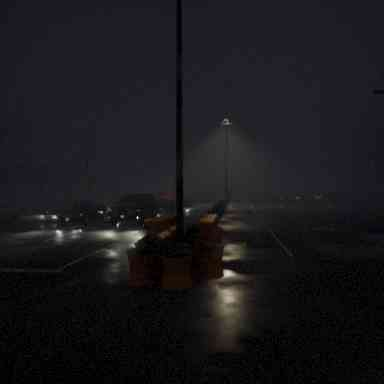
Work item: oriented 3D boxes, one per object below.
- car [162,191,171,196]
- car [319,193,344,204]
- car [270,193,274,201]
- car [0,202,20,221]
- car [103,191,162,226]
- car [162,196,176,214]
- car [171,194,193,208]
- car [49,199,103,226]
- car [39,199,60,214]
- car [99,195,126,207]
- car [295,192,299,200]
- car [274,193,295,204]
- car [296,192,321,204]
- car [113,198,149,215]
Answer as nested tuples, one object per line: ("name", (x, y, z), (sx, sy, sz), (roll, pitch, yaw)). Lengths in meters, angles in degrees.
("car", (-4.184, 0.914, 47.160), (2.150, 2.045, 5.566), (0, 1, 9))
("car", (20.976, 0.867, 49.754), (2.097, 1.767, 4.553), (0, 1, 8))
("car", (15.406, 0.891, 60.652), (2.033, 1.411, 5.357), (0, 1, 8))
("car", (-14.429, 1.488, 24.032), (1.812, 1.442, 4.674), (0, 0, 8))
("car", (-3.940, 1.146, 23.266), (2.150, 2.045, 5.566), (0, 0, 8))
("car", (-2.589, 1.417, 33.139), (1.994, 1.385, 4.181), (0, 1, 8))
("car", (-1.072, 1.195, 44.181), (1.882, 1.535, 5.008), (0, 1, 8))
("car", (-7.476, 1.431, 23.212), (2.128, 1.511, 4.902), (0, 0, 8))
("car", (-13.135, 1.443, 33.617), (2.033, 1.411, 5.357), (0, 0, 8))
("car", (-11.235, 1.215, 47.337), (2.128, 1.511, 4.902), (0, 1, 8))
("car", (18.873, 0.838, 60.175), (1.837, 1.490, 4.892), (0, 1, 8))
("car", (14.046, 1.062, 50.744), (1.812, 1.442, 4.674), (0, 1, 8))
("car", (17.518, 1.125, 50.299), (1.895, 1.301, 4.718), (0, 1, 8))
("car", (-6.054, 1.411, 33.720), (2.033, 1.411, 5.357), (0, 0, 8))
